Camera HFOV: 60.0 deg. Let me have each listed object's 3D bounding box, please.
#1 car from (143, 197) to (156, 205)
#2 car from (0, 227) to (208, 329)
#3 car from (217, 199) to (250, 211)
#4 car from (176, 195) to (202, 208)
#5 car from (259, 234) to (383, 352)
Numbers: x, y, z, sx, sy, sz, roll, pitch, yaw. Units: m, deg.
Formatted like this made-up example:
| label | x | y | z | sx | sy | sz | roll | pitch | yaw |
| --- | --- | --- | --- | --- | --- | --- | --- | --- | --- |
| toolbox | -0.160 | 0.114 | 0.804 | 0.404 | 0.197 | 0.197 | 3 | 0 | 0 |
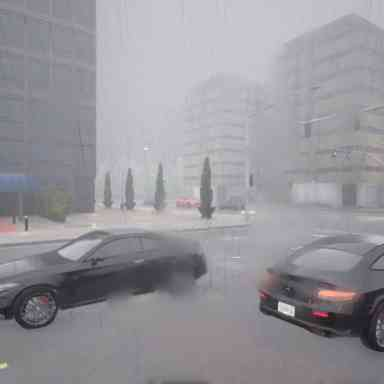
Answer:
| label | x | y | z | sx | sy | sz | roll | pitch | yaw |
| --- | --- | --- | --- | --- | --- | --- | --- | --- | --- |
| car | -6.565 | 1.564 | 56.356 | 1.994 | 1.385 | 4.181 | 0 | 0 | -35 |
| car | -1.772 | 1.526 | 7.054 | 4.674 | 1.442 | 1.812 | 0 | 0 | -35 |
| car | 4.958 | 1.564 | 39.895 | 1.994 | 1.385 | 4.181 | 0 | 0 | -35 |
| car | -0.423 | 1.352 | 47.574 | 2.097 | 1.767 | 4.553 | 0 | 0 | -35 |
| car | 3.247 | 1.526 | 6.136 | 4.674 | 1.442 | 1.812 | 0 | 0 | -35 |
